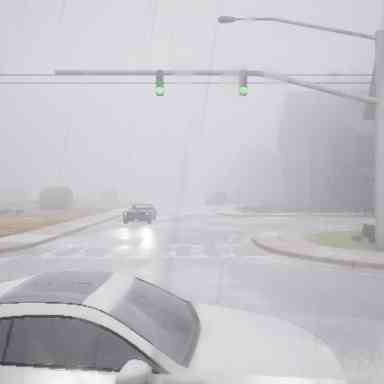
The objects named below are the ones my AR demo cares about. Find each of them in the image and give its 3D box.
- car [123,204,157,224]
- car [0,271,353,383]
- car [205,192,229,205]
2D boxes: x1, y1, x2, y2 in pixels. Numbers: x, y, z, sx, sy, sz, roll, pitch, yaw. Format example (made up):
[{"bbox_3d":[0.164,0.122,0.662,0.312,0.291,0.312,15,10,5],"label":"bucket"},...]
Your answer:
[{"bbox_3d":[-3.688,1.521,24.067,1.895,1.301,4.718,0,0,0],"label":"car"},{"bbox_3d":[-0.934,1.564,3.163,4.674,1.442,1.812,0,0,1],"label":"car"},{"bbox_3d":[3.926,0.988,52.685,1.905,1.878,3.866,-8,4,-42],"label":"car"}]
